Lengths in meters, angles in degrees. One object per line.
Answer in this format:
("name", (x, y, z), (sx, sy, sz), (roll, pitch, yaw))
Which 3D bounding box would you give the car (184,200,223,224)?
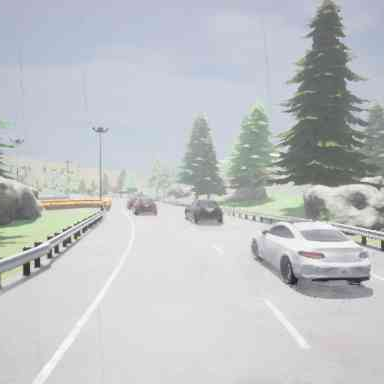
("car", (0.779, 1.348, 25.095), (2.097, 1.767, 4.553), (0, 0, -12))

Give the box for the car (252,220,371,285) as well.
("car", (3.078, 1.524, 9.388), (1.812, 1.442, 4.674), (0, 0, -4))

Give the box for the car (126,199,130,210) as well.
("car", (-7.479, 1.498, 43.471), (1.837, 1.490, 4.892), (0, 0, -16))

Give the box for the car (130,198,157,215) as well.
("car", (-4.801, 1.347, 33.528), (2.097, 1.767, 4.553), (0, 0, -14))
